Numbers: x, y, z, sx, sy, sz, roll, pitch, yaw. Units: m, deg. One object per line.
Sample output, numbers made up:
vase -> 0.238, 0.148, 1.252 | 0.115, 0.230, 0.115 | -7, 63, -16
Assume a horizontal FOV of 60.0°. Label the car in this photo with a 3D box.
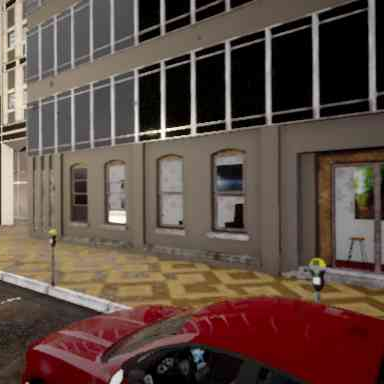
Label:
car -> 0.454, 1.546, 2.557 | 4.507, 1.381, 1.887 | 0, 0, 36
